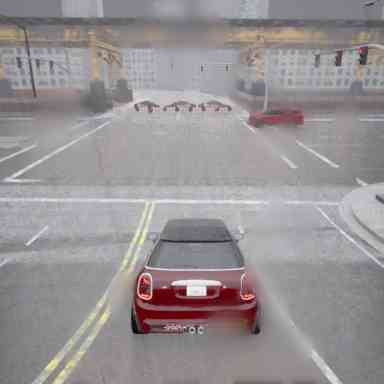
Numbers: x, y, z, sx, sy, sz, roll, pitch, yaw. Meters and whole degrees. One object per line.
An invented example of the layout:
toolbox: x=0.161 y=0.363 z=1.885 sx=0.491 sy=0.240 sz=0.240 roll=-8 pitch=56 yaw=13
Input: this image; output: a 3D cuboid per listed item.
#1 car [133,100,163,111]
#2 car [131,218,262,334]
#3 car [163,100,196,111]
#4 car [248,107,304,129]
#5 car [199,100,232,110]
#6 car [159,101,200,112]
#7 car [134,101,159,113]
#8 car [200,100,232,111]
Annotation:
car: x=-6.515 y=-12.836 z=49.163 sx=4.536 sy=1.218 sz=1.853 roll=18 pitch=26 yaw=42
car: x=0.078 y=1.344 z=7.142 sx=2.097 sy=1.767 sz=4.553 roll=0 pitch=5 yaw=0
car: x=-1.828 y=-12.803 z=49.074 sx=4.536 sy=1.218 sz=1.853 roll=-13 pitch=23 yaw=-33
car: x=8.544 y=-7.555 z=33.849 sx=5.566 sy=2.045 sz=2.150 roll=0 pitch=19 yaw=1
car: x=3.467 y=-13.022 z=49.706 sx=4.536 sy=1.218 sz=1.853 roll=11 pitch=22 yaw=28
car: x=-1.870 y=-12.645 z=49.097 sx=4.974 sy=1.542 sz=2.038 roll=-13 pitch=23 yaw=-33
car: x=-6.478 y=-12.676 z=49.180 sx=4.974 sy=1.542 sz=2.038 roll=18 pitch=26 yaw=42
car: x=3.512 y=-12.865 z=49.734 sx=4.974 sy=1.542 sz=2.038 roll=11 pitch=22 yaw=28
